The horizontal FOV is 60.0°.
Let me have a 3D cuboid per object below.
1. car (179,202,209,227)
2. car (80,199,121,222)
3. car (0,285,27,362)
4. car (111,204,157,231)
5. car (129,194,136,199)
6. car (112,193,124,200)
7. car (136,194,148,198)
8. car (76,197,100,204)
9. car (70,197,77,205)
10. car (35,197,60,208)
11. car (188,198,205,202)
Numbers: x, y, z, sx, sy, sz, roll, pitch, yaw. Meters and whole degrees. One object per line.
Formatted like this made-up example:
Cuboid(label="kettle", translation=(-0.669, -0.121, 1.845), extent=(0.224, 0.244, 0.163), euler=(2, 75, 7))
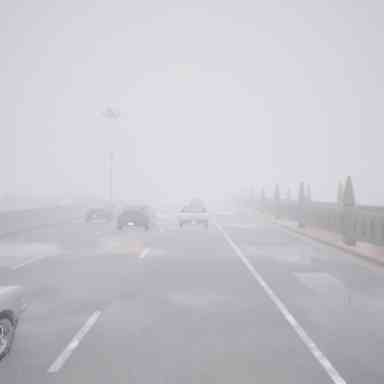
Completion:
Cuboid(label="car", translation=(0.134, 1.602, 23.039), extent=(1.895, 1.301, 4.718), euler=(0, 0, 1))
Cuboid(label="car", translation=(-6.826, 1.527, 25.838), extent=(1.812, 1.442, 4.674), euler=(0, 0, 1))
Cuboid(label="car", translation=(-3.402, 1.601, 2.861), extent=(1.895, 1.301, 4.718), euler=(0, 0, 0))
Cuboid(label="car", translation=(-3.384, 1.506, 20.813), extent=(1.837, 1.490, 4.892), euler=(0, 0, 0))
Cuboid(label="car", translation=(-15.659, 1.356, 90.592), extent=(2.097, 1.767, 4.553), euler=(0, 0, 2))
Cuboid(label="car", translation=(-19.258, 1.215, 87.189), extent=(2.150, 2.045, 5.566), euler=(0, 0, 2))
Cuboid(label="car", translation=(-12.308, 1.512, 85.330), extent=(2.128, 1.511, 4.902), euler=(0, 0, 2))
Cuboid(label="car", translation=(-13.529, 1.509, 45.066), extent=(1.837, 1.490, 4.892), euler=(0, -1, 2))
Cuboid(label="car", translation=(-16.862, 1.493, 50.574), extent=(2.128, 1.511, 4.902), euler=(0, 0, 2))
Cuboid(label="car", translation=(-20.454, 1.508, 47.378), extent=(1.837, 1.490, 4.892), euler=(0, 0, 2))
Cuboid(label="car", translation=(0.554, 1.506, 41.466), extent=(1.837, 1.490, 4.892), euler=(0, 0, 2))
